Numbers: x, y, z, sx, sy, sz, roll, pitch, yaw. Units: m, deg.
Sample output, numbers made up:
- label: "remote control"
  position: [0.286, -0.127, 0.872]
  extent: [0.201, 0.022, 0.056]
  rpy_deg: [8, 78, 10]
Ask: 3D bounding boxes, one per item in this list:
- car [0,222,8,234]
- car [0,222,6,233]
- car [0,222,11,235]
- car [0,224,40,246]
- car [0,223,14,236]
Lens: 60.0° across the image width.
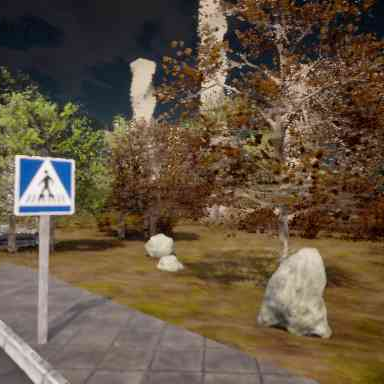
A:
- label: "car"
  position: [-26.745, 4.724, 43.156]
  extent: [4.792, 1.488, 2.163]
  rpy_deg: [1, -4, -36]
- label: "car"
  position: [-28.303, 4.887, 45.420]
  extent: [4.792, 1.488, 2.163]
  rpy_deg: [1, -4, -36]
- label: "car"
  position: [-25.110, 4.565, 40.940]
  extent: [4.674, 1.452, 2.002]
  rpy_deg: [1, -4, -36]
- label: "car"
  position: [-12.266, 3.059, 23.095]
  extent: [4.892, 1.521, 2.231]
  rpy_deg: [1, -5, -36]
- label: "car"
  position: [-23.507, 4.393, 38.707]
  extent: [4.674, 1.452, 2.002]
  rpy_deg: [1, -4, -36]
